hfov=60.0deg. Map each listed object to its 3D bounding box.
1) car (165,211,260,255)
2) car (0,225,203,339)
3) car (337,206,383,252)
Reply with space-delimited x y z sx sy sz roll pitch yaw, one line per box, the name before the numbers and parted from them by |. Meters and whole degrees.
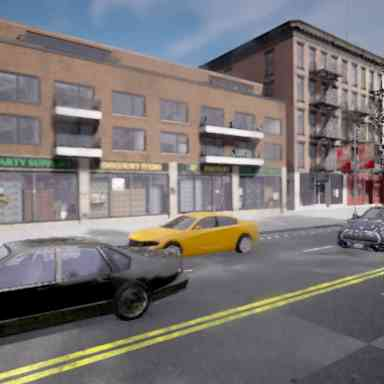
car | 0.200 1.466 11.798 5.008 1.535 1.882 -1 0 -35
car | -2.619 1.545 5.744 5.357 1.411 2.033 0 0 -35
car | 7.793 1.331 13.190 4.553 1.767 2.097 0 0 -35
